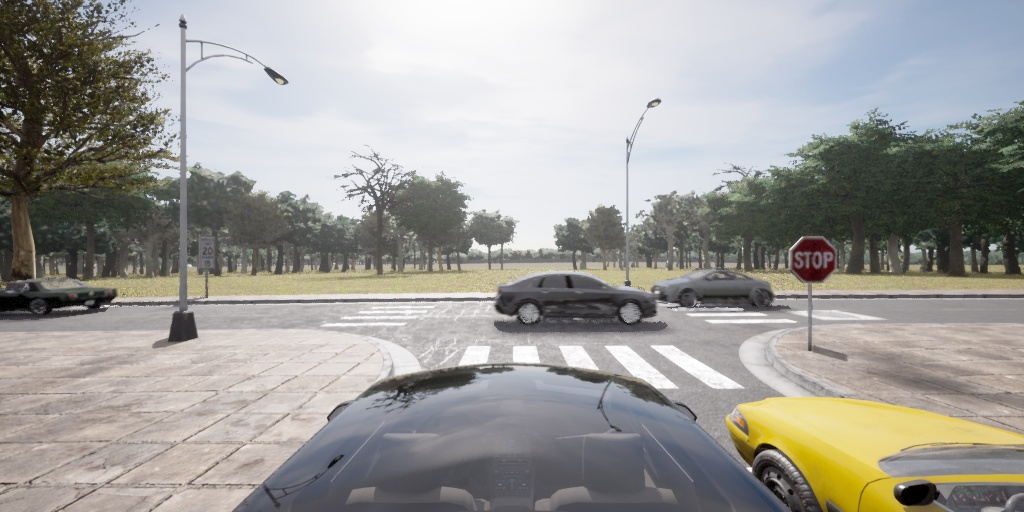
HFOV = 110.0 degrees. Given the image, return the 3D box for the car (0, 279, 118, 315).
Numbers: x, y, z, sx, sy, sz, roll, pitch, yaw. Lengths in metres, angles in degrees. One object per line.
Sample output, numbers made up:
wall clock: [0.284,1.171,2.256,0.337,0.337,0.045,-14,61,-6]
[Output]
car: [-18.851,1.596,14.144,4.718,1.301,1.895,-1,0,0]

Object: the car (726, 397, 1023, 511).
car: [2.634,1.275,1.044,1.751,1.417,4.829,0,0,0]

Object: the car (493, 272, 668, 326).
car: [1.868,1.226,11.015,4.892,1.490,1.837,0,0,0]

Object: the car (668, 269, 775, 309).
car: [7.641,1.216,13.920,4.181,1.385,1.994,0,0,0]
